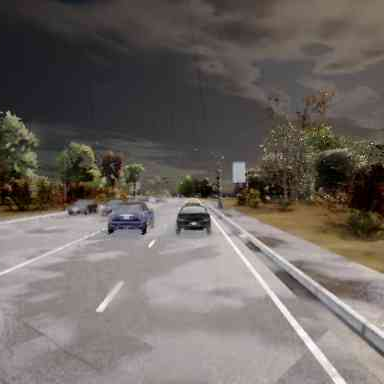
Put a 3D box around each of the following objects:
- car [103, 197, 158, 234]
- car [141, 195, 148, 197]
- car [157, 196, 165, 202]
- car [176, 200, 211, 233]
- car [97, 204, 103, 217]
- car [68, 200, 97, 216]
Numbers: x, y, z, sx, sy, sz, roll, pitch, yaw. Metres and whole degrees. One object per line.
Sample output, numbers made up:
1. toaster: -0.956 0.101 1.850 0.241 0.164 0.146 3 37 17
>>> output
1. car: -3.403 1.356 19.438 2.097 1.767 4.553 0 0 0
2. car: -10.517 1.511 72.893 1.837 1.490 4.892 0 0 0
3. car: -7.016 1.608 72.912 1.895 1.301 4.718 0 0 0
4. car: 0.097 1.481 19.655 1.882 1.535 5.008 0 0 0
5. car: -7.096 1.511 31.227 1.837 1.490 4.892 0 0 0
6. car: -10.597 1.499 32.653 2.128 1.511 4.902 0 0 0
